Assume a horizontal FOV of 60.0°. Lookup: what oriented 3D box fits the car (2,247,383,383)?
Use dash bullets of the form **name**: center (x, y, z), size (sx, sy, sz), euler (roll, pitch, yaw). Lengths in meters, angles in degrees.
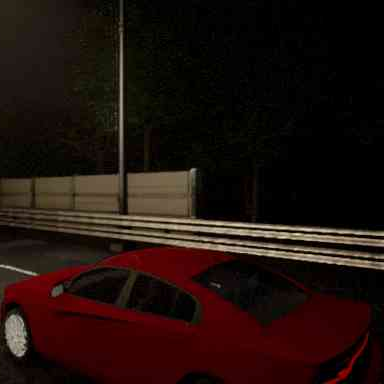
- **car**: center (-0.474, 1.461, 4.207), size (5.008, 1.535, 1.882), euler (0, 0, 36)
